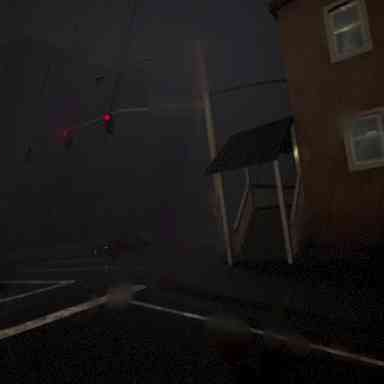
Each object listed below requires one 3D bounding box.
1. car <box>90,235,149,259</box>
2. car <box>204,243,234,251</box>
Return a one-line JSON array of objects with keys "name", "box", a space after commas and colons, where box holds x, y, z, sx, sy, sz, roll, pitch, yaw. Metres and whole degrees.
[{"name": "car", "box": [-5.007, 3.840, 23.643, 1.812, 1.442, 4.674, -10, -10, 33]}, {"name": "car", "box": [3.065, 6.062, 34.651, 2.128, 1.511, 4.902, -10, -18, 34]}]
